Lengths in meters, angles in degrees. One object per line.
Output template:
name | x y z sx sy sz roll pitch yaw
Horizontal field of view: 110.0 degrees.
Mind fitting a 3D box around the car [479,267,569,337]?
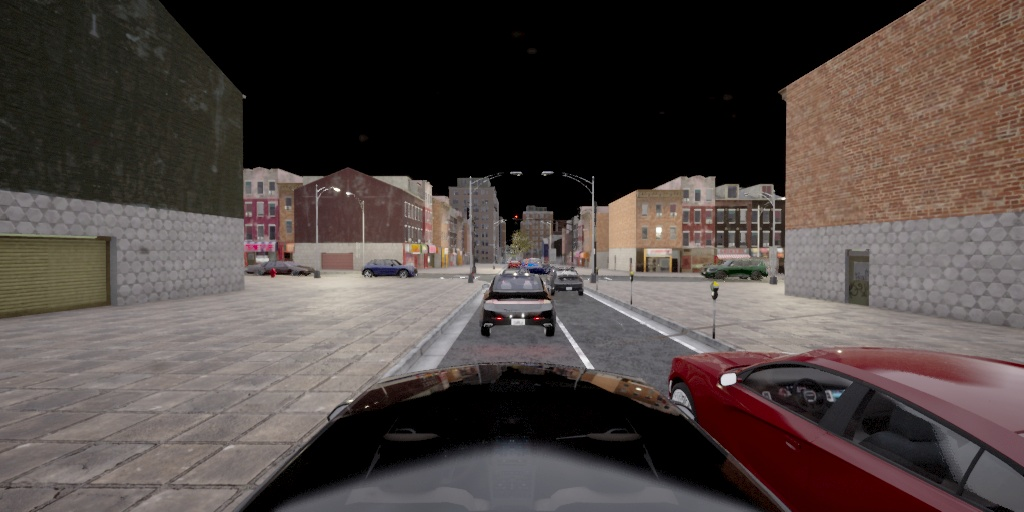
car | 0.147 1.244 10.331 2.128 1.511 4.902 0 0 0

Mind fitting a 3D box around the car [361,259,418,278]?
car | -10.593 1.042 31.366 4.553 1.767 2.097 1 1 0

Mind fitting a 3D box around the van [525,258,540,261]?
van | 2.887 1.215 46.194 1.690 1.789 3.998 0 0 0

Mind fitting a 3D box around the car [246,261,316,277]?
car | -20.145 1.109 31.429 5.357 1.411 2.033 1 1 0

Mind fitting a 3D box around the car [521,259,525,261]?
car | 2.948 1.255 56.775 2.192 1.841 5.009 0 0 0

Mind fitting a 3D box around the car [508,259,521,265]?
car | 0.414 1.444 60.188 1.882 1.535 5.008 0 0 1

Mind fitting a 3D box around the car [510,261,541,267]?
car | 2.591 1.418 36.564 4.718 1.301 1.895 0 0 27

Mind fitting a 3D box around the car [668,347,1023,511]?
car | 2.637 1.294 2.364 1.888 1.381 4.507 0 0 0

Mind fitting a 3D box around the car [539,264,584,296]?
car | 2.734 1.318 19.239 2.007 1.370 4.403 0 0 0

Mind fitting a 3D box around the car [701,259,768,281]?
car | 21.088 1.290 34.074 5.566 2.045 2.150 1 1 0

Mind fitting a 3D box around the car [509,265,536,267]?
car | 0.230 1.371 20.374 1.895 1.301 4.718 0 0 1
